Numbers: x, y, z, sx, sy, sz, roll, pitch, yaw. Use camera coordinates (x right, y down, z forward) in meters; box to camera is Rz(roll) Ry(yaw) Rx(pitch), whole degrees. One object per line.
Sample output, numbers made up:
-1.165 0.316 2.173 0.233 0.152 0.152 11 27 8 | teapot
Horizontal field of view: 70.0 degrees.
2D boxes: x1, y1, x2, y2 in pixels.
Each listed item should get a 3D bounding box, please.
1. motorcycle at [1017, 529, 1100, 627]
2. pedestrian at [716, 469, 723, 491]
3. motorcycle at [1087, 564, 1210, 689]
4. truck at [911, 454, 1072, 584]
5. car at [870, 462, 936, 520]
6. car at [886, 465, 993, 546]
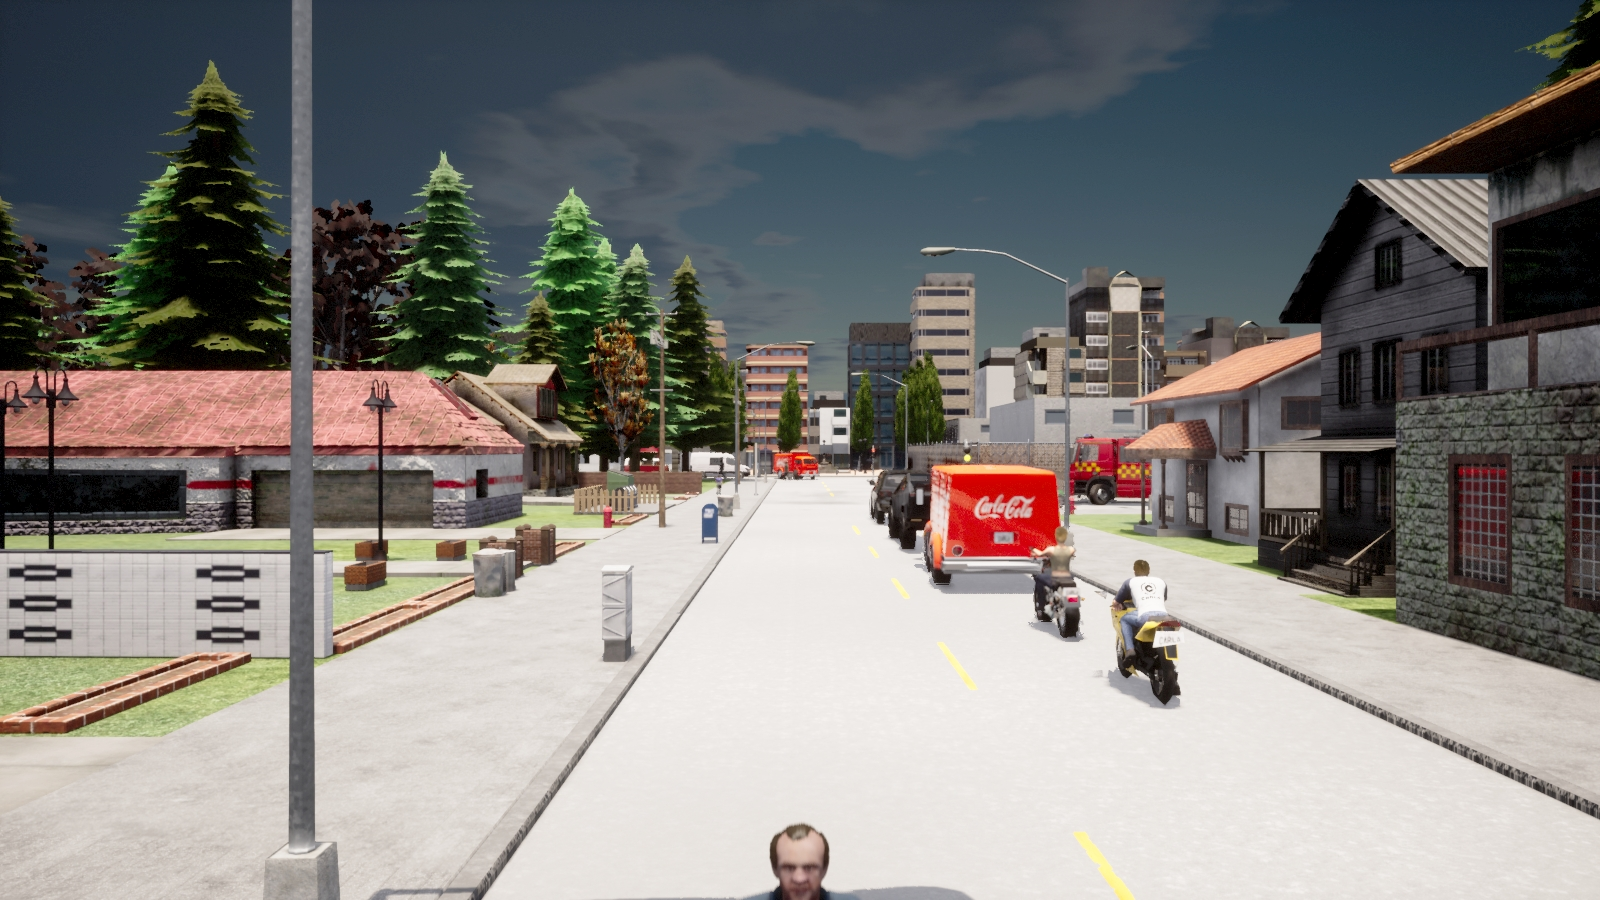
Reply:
3.999 1.950 17.854 0.764 1.277 2.356 0 0 0 | motorcycle
-4.907 1.803 69.310 0.375 1.300 0.375 0 0 3 | pedestrian
3.995 1.993 13.266 0.803 1.145 2.033 0 0 0 | motorcycle
3.996 1.359 24.955 2.627 2.467 5.204 0 1 0 | truck
3.995 1.562 45.315 2.150 2.045 5.566 0 0 0 | car
3.989 1.534 33.871 2.390 2.098 6.274 0 0 0 | car
